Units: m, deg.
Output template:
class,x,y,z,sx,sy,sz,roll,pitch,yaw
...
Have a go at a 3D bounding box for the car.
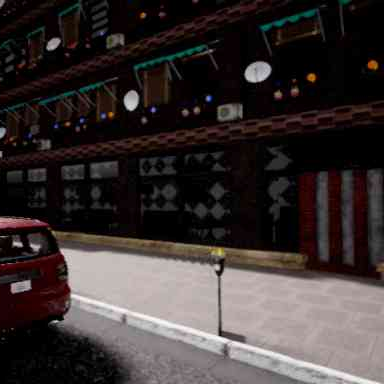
class,x,y,z,sx,sy,sz,roll,pitch,yaw
car,-4.185,1.332,5.758,5.009,1.841,2.192,0,-1,36
